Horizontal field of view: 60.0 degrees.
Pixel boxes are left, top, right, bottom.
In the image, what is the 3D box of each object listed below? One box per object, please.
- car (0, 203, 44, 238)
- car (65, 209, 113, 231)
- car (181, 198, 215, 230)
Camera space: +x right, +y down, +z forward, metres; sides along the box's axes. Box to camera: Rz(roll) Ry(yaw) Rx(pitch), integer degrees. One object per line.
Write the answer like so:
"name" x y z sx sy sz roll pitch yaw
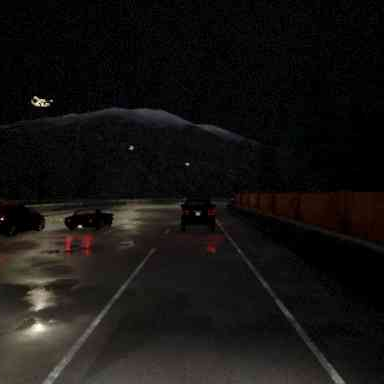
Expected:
"car" -10.157 1.464 18.650 2.097 1.767 4.553 0 -1 1
"car" -6.610 1.763 21.980 1.895 1.301 4.718 0 -1 1
"car" 0.416 1.432 22.746 2.150 2.045 5.566 0 0 1
